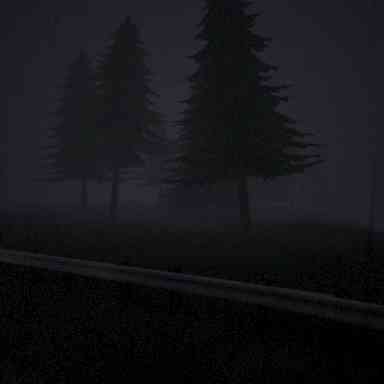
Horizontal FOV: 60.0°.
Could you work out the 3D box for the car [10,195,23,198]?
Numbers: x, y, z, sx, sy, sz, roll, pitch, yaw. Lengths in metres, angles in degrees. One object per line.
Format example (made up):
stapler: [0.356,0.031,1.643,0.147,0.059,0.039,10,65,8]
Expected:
car: [-38.896,1.478,73.493,1.882,1.535,5.008,0,0,5]
